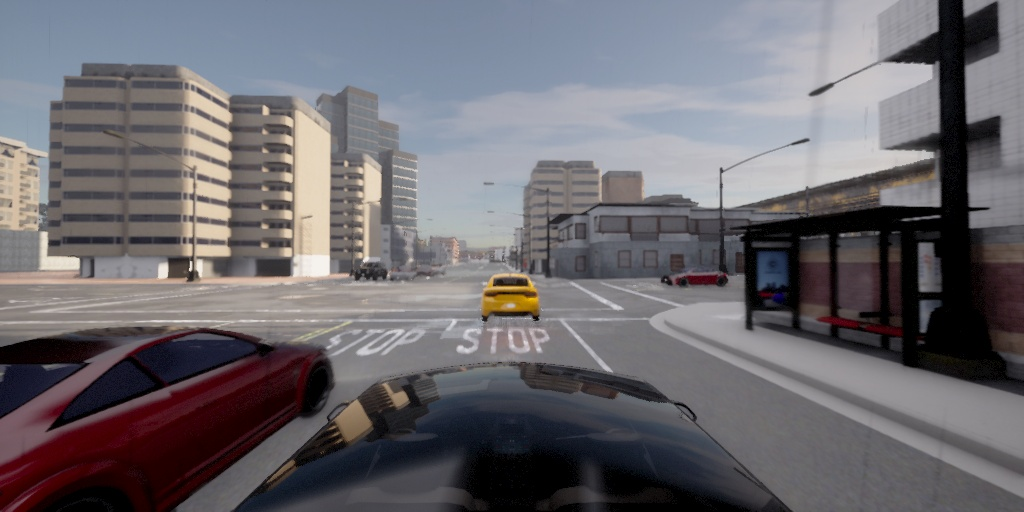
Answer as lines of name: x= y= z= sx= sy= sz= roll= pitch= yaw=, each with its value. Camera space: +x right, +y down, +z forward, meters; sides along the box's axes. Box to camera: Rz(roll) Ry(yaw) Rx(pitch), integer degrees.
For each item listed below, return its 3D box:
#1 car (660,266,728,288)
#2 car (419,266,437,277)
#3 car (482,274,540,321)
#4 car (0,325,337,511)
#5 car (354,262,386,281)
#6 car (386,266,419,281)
car: x=12.519 y=1.408 z=24.768 sx=4.181 sy=1.385 sz=1.994 roll=-1 pitch=-1 yaw=-5
car: x=-12.485 y=2.160 z=51.359 sx=2.097 sy=1.767 sz=4.553 roll=0 pitch=-2 yaw=-3
car: x=-0.079 y=1.403 z=13.372 sx=1.882 sy=1.535 sz=5.008 roll=0 pitch=-1 yaw=-1
car: x=-3.450 y=1.341 z=3.384 sx=1.994 sy=1.385 sz=4.181 roll=0 pitch=-1 yaw=-1
car: x=-15.397 y=1.657 z=39.499 sx=2.150 sy=2.045 sz=5.566 roll=0 pitch=-2 yaw=-3
car: x=-11.881 y=2.026 z=39.279 sx=1.895 sy=1.301 sz=4.718 roll=0 pitch=-2 yaw=-3
